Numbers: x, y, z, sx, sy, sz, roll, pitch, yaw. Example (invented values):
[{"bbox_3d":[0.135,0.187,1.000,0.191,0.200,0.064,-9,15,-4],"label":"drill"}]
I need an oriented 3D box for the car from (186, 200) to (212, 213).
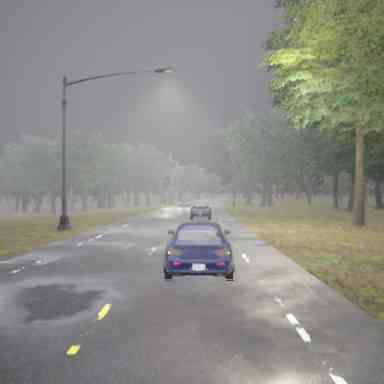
[{"bbox_3d":[0.854,1.733,31.400,2.128,1.511,4.902,0,0,2],"label":"car"}]

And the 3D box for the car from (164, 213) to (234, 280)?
[{"bbox_3d":[0.213,1.603,10.080,1.812,1.442,4.674,0,0,1],"label":"car"}]

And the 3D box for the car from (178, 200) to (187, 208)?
[{"bbox_3d":[-1.295,2.087,58.460,1.895,1.301,4.718,0,-1,4],"label":"car"}]
